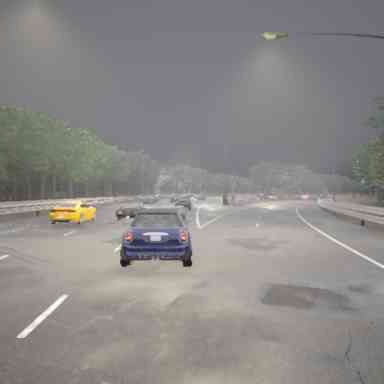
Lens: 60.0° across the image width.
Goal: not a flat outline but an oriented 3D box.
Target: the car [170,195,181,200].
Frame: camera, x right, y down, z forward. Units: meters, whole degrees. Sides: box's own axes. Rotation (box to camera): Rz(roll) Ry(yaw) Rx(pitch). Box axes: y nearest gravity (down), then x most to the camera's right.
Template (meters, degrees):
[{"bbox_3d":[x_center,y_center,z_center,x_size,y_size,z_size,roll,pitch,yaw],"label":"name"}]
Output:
[{"bbox_3d":[-4.150,1.418,85.617,1.994,1.385,4.181,0,0,8],"label":"car"}]

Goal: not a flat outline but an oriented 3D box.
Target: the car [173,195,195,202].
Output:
[{"bbox_3d":[-0.948,1.463,41.823,1.837,1.490,4.892,0,0,2],"label":"car"}]

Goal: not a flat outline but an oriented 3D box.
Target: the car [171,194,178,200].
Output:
[{"bbox_3d":[-2.861,1.263,64.833,2.097,1.767,4.553,0,0,5],"label":"car"}]

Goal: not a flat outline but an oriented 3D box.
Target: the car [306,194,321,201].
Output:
[{"bbox_3d":[30.072,1.543,82.986,2.033,1.411,5.357,0,0,30],"label":"car"}]

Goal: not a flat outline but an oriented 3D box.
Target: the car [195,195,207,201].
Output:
[{"bbox_3d":[2.674,1.424,83.826,2.128,1.511,4.902,0,0,8],"label":"car"}]

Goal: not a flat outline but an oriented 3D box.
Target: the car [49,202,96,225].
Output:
[{"bbox_3d":[-8.245,1.415,23.416,1.882,1.535,5.008,0,0,0],"label":"car"}]

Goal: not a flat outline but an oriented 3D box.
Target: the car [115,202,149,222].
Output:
[{"bbox_3d":[-4.694,1.554,26.778,1.895,1.301,4.718,0,0,0],"label":"car"}]

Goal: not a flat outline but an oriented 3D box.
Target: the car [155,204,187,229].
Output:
[{"bbox_3d":[-1.295,1.575,22.476,1.895,1.301,4.718,0,0,0],"label":"car"}]

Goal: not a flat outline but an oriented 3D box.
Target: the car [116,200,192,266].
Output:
[{"bbox_3d":[-1.095,1.342,11.639,2.097,1.767,4.553,0,0,-2],"label":"car"}]

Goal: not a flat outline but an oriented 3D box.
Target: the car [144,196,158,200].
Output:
[{"bbox_3d":[-7.127,1.450,58.319,2.033,1.411,5.357,0,0,5],"label":"car"}]

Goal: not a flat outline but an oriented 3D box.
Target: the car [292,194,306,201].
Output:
[{"bbox_3d":[26.627,1.519,84.012,2.128,1.511,4.902,0,0,30],"label":"car"}]
